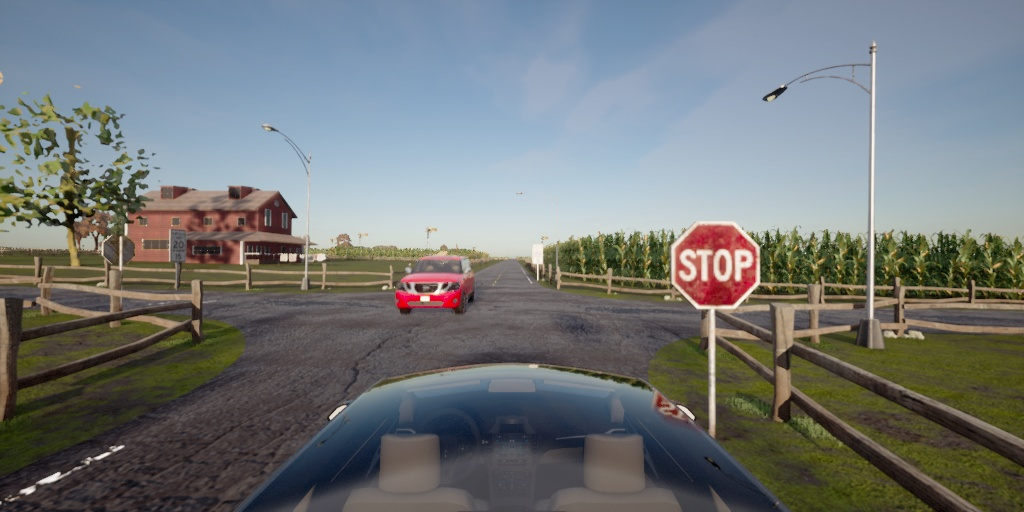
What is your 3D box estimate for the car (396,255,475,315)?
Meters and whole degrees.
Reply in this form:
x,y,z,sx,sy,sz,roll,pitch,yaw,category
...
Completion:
x,y,z,sx,sy,sz,roll,pitch,yaw,category
-2.707,0.990,13.986,2.150,2.045,5.566,0,0,0,car
